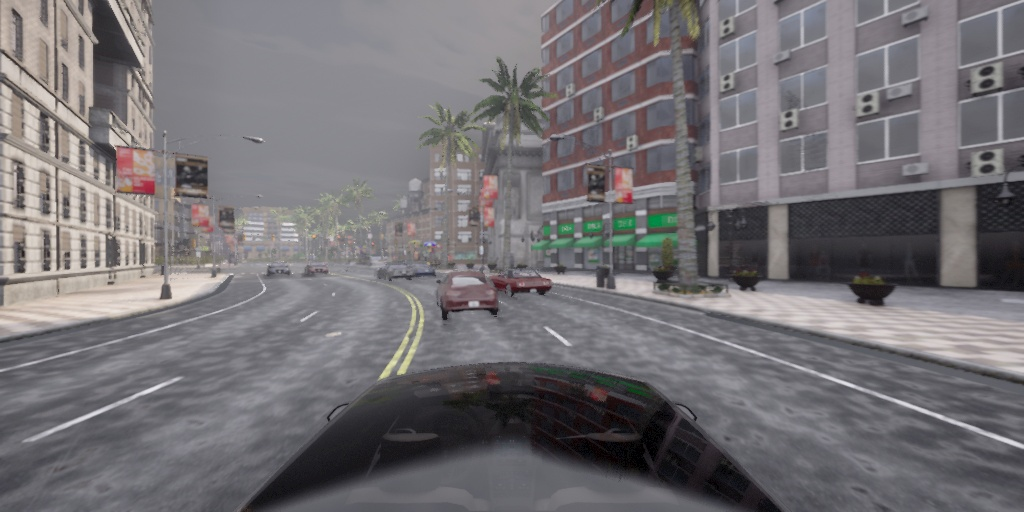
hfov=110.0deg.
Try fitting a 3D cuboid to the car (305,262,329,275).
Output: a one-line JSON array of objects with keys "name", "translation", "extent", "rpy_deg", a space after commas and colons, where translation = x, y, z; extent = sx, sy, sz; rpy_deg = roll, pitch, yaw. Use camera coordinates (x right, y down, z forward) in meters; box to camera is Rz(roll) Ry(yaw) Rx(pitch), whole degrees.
[{"name": "car", "translation": [-21.844, 1.372, 40.016], "extent": [1.994, 1.385, 4.181], "rpy_deg": [-1, 0, -36]}]

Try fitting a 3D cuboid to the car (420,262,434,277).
[{"name": "car", "translation": [-8.891, 1.288, 34.233], "extent": [1.994, 1.385, 4.181], "rpy_deg": [-1, 0, -35]}]

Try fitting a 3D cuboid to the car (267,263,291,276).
[{"name": "car", "translation": [-25.049, 1.404, 38.474], "extent": [1.994, 1.385, 4.181], "rpy_deg": [-1, 0, -36]}]

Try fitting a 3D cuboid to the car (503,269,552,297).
[{"name": "car", "translation": [0.220, 1.301, 18.498], "extent": [1.895, 1.301, 4.718], "rpy_deg": [0, 0, -20]}]

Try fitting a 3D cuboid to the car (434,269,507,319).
[{"name": "car", "translation": [-1.690, 1.257, 12.837], "extent": [1.812, 1.442, 4.674], "rpy_deg": [0, 0, -14]}]

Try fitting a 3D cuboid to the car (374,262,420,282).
[{"name": "car", "translation": [-9.746, 1.292, 29.555], "extent": [2.033, 1.411, 5.357], "rpy_deg": [-1, 0, -35]}]
